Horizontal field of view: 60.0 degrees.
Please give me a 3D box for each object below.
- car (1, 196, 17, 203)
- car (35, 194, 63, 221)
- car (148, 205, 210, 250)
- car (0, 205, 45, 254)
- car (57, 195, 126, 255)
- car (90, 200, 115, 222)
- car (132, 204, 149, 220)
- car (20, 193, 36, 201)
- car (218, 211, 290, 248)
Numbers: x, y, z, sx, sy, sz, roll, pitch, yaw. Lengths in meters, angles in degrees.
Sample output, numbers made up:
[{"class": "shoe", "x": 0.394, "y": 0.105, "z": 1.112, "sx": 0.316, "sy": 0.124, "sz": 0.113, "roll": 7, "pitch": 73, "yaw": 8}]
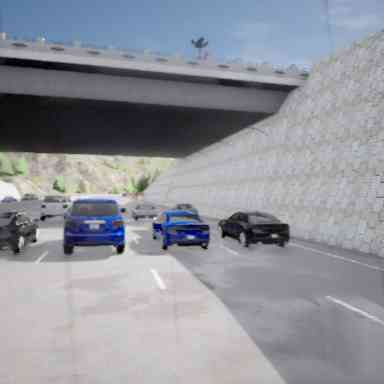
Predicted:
[{"class": "car", "x": -33.975, "y": 1.456, "z": 61.858, "sx": 1.812, "sy": 1.442, "sz": 4.674, "roll": 1, "pitch": 0, "yaw": -14}, {"class": "car", "x": -10.961, "y": 1.249, "z": 27.463, "sx": 2.150, "sy": 2.045, "sz": 5.566, "roll": 1, "pitch": 0, "yaw": -14}, {"class": "car", "x": -0.640, "y": 1.575, "z": 15.048, "sx": 1.882, "sy": 1.535, "sz": 5.008, "roll": 1, "pitch": 0, "yaw": -14}, {"class": "car", "x": -7.391, "y": 1.492, "z": 13.187, "sx": 1.837, "sy": 1.490, "sz": 4.892, "roll": 1, "pitch": 0, "yaw": -14}, {"class": "car", "x": -3.925, "y": 1.256, "z": 13.759, "sx": 2.150, "sy": 2.045, "sz": 5.566, "roll": 1, "pitch": 0, "yaw": -14}, {"class": "car", "x": -7.675, "y": 1.568, "z": 28.745, "sx": 1.882, "sy": 1.535, "sz": 5.008, "roll": 1, "pitch": 0, "yaw": -14}, {"class": "car", "x": -4.195, "y": 1.745, "z": 29.236, "sx": 1.895, "sy": 1.301, "sz": 4.718, "roll": 1, "pitch": 0, "yaw": -14}, {"class": "car", "x": -30.568, "y": 1.213, "z": 62.677, "sx": 2.150, "sy": 2.045, "sz": 5.566, "roll": 1, "pitch": 0, "yaw": -14}, {"class": "car", "x": 2.755, "y": 1.631, "z": 15.896, "sx": 1.882, "sy": 1.535, "sz": 5.008, "roll": 1, "pitch": 0, "yaw": -14}]
